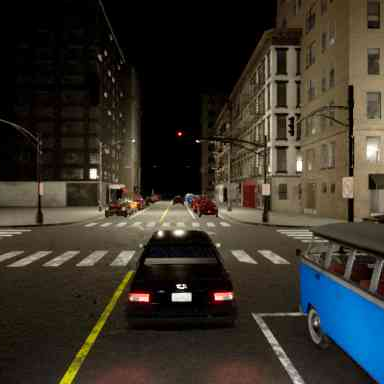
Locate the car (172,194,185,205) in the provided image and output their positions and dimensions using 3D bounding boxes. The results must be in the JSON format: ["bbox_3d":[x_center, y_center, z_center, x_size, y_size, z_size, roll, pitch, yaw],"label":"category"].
[{"bbox_3d":[-2.320,1.521,57.573,1.812,1.442,4.674,0,-1,-3],"label":"car"}]

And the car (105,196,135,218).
[{"bbox_3d":[-6.636,1.439,30.213,1.967,1.590,4.097,0,0,-2],"label":"car"}]

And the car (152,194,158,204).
[{"bbox_3d":[-8.029,1.543,62.640,2.008,1.369,4.403,0,0,-2],"label":"car"}]

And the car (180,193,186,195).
[{"bbox_3d":[-2.974,1.532,71.175,2.033,1.411,5.357,0,0,-2],"label":"car"}]

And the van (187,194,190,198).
[{"bbox_3d":[0.453,1.337,52.176,1.690,1.788,3.998,0,0,-2],"label":"van"}]

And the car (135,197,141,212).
[{"bbox_3d":[-6.861,1.524,35.447,1.752,1.417,4.829,0,0,-2],"label":"car"}]

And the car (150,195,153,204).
[{"bbox_3d":[-7.565,1.562,51.831,1.947,1.339,4.313,0,0,-2],"label":"car"}]

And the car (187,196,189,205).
[{"bbox_3d":[0.685,1.542,46.771,1.887,1.381,4.507,0,0,-2],"label":"car"}]

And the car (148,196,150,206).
[{"bbox_3d":[-7.325,1.523,46.256,1.752,1.417,4.829,0,0,-2],"label":"car"}]

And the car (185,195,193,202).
[{"bbox_3d":[-0.715,1.511,79.368,1.752,1.417,4.829,0,0,-2],"label":"car"}]

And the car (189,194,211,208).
[{"bbox_3d":[1.150,1.314,35.961,2.192,1.841,5.009,0,0,-2],"label":"car"}]

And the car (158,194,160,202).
[{"bbox_3d":[-8.261,1.556,68.044,1.947,1.339,4.313,0,0,-2],"label":"car"}]

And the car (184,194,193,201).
[{"bbox_3d":[-0.940,1.424,84.602,1.967,1.590,4.097,0,0,-2],"label":"car"}]

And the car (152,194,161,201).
[{"bbox_3d":[-8.958,1.424,84.258,1.967,1.590,4.097,0,0,-2],"label":"car"}]

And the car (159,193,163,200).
[{"bbox_3d":[-8.725,1.301,78.853,2.192,1.841,5.009,0,0,-2],"label":"car"}]

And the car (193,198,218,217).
[{"bbox_3d":[1.382,1.544,30.557,1.887,1.381,4.507,0,0,-2],"label":"car"}]

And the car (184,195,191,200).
[{"bbox_3d":[-1.172,1.527,90.006,1.887,1.381,4.507,0,0,-2],"label":"car"}]

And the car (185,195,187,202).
[{"bbox_3d":[0.221,1.560,57.580,1.947,1.339,4.313,0,0,-2],"label":"car"}]

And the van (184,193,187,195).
[{"bbox_3d":[-0.475,1.329,73.793,1.690,1.788,3.998,0,0,-2],"label":"van"}]

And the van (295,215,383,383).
[{"bbox_3d":[2.536,1.341,3.702,1.690,1.788,3.998,0,0,-2],"label":"van"}]

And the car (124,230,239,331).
[{"bbox_3d":[-0.257,1.547,7.258,2.033,1.411,5.357,0,0,-2],"label":"car"}]

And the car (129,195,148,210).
[{"bbox_3d":[-7.100,1.313,41.022,2.192,1.841,5.009,0,0,-2],"label":"car"}]
